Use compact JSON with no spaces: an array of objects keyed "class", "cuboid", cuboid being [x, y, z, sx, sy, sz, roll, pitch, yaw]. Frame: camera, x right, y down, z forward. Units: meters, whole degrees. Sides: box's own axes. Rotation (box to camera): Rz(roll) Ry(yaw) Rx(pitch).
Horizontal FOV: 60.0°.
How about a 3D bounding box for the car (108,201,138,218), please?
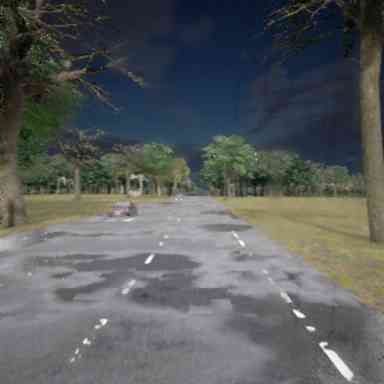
[{"class":"car","cuboid":[-6.191,1.547,30.405,1.812,1.442,4.674,-1,0,1]}]
